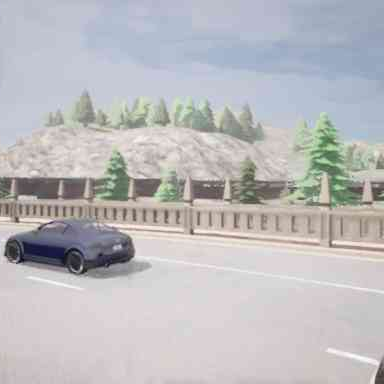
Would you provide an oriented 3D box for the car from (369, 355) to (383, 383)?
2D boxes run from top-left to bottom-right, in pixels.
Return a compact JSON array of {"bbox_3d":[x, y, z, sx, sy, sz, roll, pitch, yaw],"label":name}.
[{"bbox_3d":[3.447,1.486,1.340,4.902,1.511,2.128,0,0,36],"label":"car"}]

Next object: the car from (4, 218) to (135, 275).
[{"bbox_3d":[-3.798,1.498,10.230,4.181,1.385,1.994,0,0,30],"label":"car"}]
